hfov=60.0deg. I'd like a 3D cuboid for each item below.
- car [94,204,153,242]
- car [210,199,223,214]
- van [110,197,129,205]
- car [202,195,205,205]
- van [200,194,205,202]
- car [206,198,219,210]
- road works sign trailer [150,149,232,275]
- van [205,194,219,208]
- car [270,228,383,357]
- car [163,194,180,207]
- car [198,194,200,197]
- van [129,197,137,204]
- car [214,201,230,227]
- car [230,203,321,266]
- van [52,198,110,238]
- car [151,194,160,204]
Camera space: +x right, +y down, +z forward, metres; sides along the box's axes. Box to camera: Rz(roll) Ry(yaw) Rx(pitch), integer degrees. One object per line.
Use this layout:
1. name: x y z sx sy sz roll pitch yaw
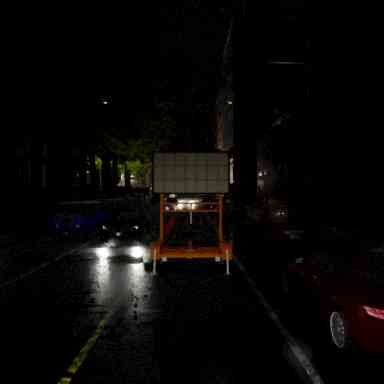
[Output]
1. car: -3.147 1.519 16.494 1.812 1.442 4.674 0 0 0
2. car: 2.773 1.563 28.469 1.802 1.307 4.206 0 0 0
3. van: -5.737 1.329 22.758 1.690 1.788 3.998 0 0 0
4. car: 2.722 1.502 45.451 1.887 1.381 4.507 0 0 0
5. van: 2.688 1.278 56.771 1.690 1.788 3.998 0 0 0
6. car: 2.756 1.556 34.130 1.802 1.307 4.206 0 0 0
7. road works sign trailer: -0.029 0.461 10.433 2.380 3.560 2.880 0 0 0
8. van: 2.738 1.308 39.790 1.690 1.788 3.998 0 0 0
9. car: 2.840 1.581 5.827 1.802 1.307 4.206 0 0 0
10. car: -3.153 1.494 51.901 2.033 1.411 5.357 0 0 0
11. car: 2.672 1.491 62.432 1.947 1.339 4.313 0 0 0
12. van: -5.753 1.323 28.416 1.690 1.788 3.998 0 0 0
13. car: 2.789 1.532 22.809 1.887 1.381 4.507 0 0 0
14. car: 2.822 1.311 11.488 2.192 1.841 5.009 0 0 0
15. van: -5.719 1.334 17.100 1.690 1.788 3.998 0 0 0
16. car: -5.836 1.252 56.705 2.192 1.841 5.009 0 0 0
